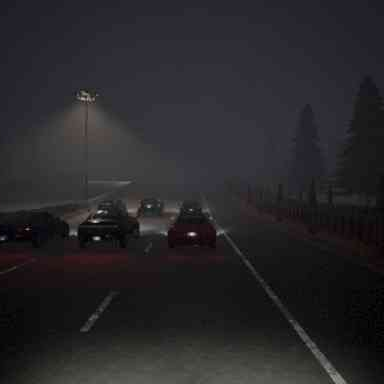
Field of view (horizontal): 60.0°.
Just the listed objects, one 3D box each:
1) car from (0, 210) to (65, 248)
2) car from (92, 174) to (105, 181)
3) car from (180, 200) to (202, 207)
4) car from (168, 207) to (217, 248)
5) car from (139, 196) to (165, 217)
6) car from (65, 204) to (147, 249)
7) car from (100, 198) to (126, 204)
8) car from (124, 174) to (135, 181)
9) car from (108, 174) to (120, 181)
[{"bbox_3d":[-7.000,1.534,14.653,1.812,1.442,4.674,0,0,0],"label":"car"},{"bbox_3d":[-21.333,-3.328,76.051,1.837,1.490,4.892,0,7,0],"label":"car"},{"bbox_3d":[-0.076,1.372,29.694,1.994,1.385,4.181,0,2,0],"label":"car"},{"bbox_3d":[0.000,1.573,14.656,1.994,1.385,4.181,0,0,0],"label":"car"},{"bbox_3d":[-3.576,1.165,29.637,2.097,1.767,4.553,0,2,0],"label":"car"},{"bbox_3d":[-3.500,1.496,14.655,2.128,1.511,4.902,0,0,0],"label":"car"},{"bbox_3d":[-7.076,1.314,29.653,1.837,1.490,4.892,0,2,0],"label":"car"},{"bbox_3d":[-14.333,-3.303,76.093,2.128,1.511,4.902,0,7,0],"label":"car"},{"bbox_3d":[-17.833,-3.304,76.073,1.812,1.442,4.674,0,7,0],"label":"car"}]
